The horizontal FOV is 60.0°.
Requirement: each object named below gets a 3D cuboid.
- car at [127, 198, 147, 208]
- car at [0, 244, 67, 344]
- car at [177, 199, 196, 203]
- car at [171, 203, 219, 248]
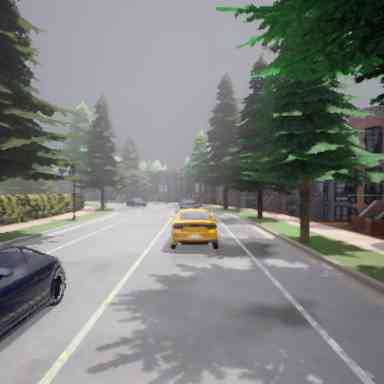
[{"bbox_3d":[-8.188,1.546,48.934,2.033,1.411,5.357,0,0,-25],"label":"car"},{"bbox_3d":[-3.600,1.564,5.253,1.994,1.385,4.181,0,0,0],"label":"car"},{"bbox_3d":[-0.520,1.490,35.328,2.128,1.511,4.902,0,0,-7],"label":"car"},{"bbox_3d":[0.103,1.477,14.774,1.882,1.535,5.008,0,0,0],"label":"car"}]
